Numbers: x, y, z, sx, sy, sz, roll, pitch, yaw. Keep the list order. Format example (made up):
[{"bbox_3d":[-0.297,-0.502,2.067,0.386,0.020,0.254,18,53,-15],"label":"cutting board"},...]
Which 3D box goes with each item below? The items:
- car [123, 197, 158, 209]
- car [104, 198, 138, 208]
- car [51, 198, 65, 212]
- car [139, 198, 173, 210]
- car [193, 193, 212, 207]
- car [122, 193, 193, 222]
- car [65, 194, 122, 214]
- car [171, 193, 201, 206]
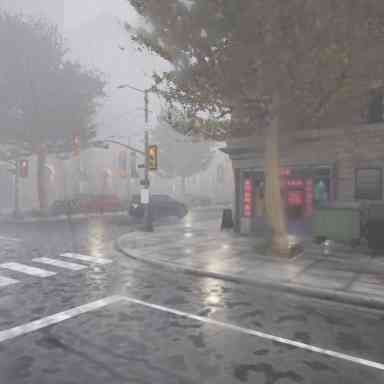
[{"bbox_3d":[-7.165,1.491,46.690,2.128,1.511,4.902,0,0,36],"label":"car"},{"bbox_3d":[-10.186,1.595,47.892,1.895,1.301,4.718,0,0,36],"label":"car"},{"bbox_3d":[-13.261,1.221,38.247,2.150,2.045,5.566,0,0,36],"label":"car"},{"bbox_3d":[-4.677,1.526,44.158,1.812,1.442,4.674,0,0,36],"label":"car"},{"bbox_3d":[1.266,1.352,52.373,2.097,1.767,4.553,0,0,36],"label":"car"},{"bbox_3d":[-2.655,1.221,26.900,2.150,2.045,5.566,0,0,35],"label":"car"},{"bbox_3d":[-10.422,1.221,36.201,2.150,2.045,5.566,0,0,36],"label":"car"},{"bbox_3d":[-0.919,1.221,55.329,2.150,2.045,5.566,0,0,36],"label":"car"}]
